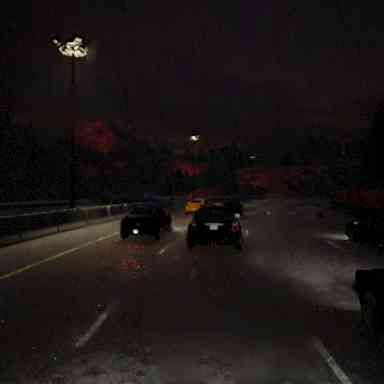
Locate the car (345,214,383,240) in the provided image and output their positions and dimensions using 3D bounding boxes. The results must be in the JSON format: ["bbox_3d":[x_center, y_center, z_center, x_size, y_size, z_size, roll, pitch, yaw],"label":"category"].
[{"bbox_3d":[7.859,1.558,13.153,2.033,1.411,5.357,0,0,5],"label":"car"}]

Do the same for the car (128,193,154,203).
[{"bbox_3d":[-7.845,1.194,54.987,2.150,2.045,5.566,0,0,19],"label":"car"}]

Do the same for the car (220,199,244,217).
[{"bbox_3d":[3.984,1.504,32.366,1.837,1.490,4.892,0,0,13],"label":"car"}]

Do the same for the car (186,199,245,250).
[{"bbox_3d":[1.019,1.350,14.526,2.097,1.767,4.553,0,0,5],"label":"car"}]

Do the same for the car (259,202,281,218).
[{"bbox_3d":[7.168,1.606,30.712,1.895,1.301,4.718,0,0,12],"label":"car"}]

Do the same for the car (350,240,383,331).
[{"bbox_3d":[3.769,1.607,3.904,1.895,1.301,4.718,0,0,2],"label":"car"}]

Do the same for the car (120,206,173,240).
[{"bbox_3d":[-2.210,1.497,17.114,1.837,1.490,4.892,0,0,7],"label":"car"}]

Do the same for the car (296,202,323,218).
[{"bbox_3d":[10.742,1.612,30.665,1.895,1.301,4.718,0,0,13],"label":"car"}]

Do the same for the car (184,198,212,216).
[{"bbox_3d":[0.732,1.470,33.853,1.882,1.535,5.008,0,0,13],"label":"car"}]

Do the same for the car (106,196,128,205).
[{"bbox_3d":[-11.554,1.470,54.915,1.837,1.490,4.892,0,0,19],"label":"car"}]

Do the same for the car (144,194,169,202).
[{"bbox_3d":[-5.109,1.468,52.158,2.128,1.511,4.902,0,0,19],"label":"car"}]

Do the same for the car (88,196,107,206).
[{"bbox_3d":[-15.164,1.450,55.164,2.128,1.511,4.902,0,0,19],"label":"car"}]
